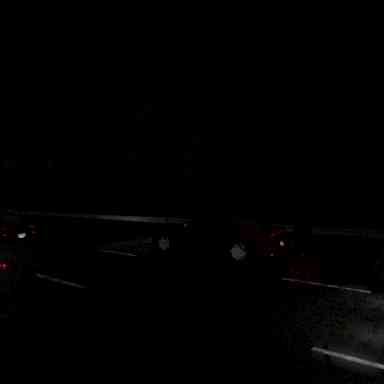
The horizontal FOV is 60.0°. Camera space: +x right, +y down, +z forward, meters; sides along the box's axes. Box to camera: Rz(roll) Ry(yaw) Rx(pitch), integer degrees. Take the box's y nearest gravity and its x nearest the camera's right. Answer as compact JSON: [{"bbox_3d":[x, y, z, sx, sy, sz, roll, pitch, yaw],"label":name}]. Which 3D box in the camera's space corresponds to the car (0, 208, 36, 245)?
[{"bbox_3d":[-8.568,1.528,14.278,4.674,1.442,1.812,0,0,34],"label":"car"}]

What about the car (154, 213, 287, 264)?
[{"bbox_3d":[0.840,1.479,11.990,5.008,1.535,1.882,0,0,35],"label":"car"}]
